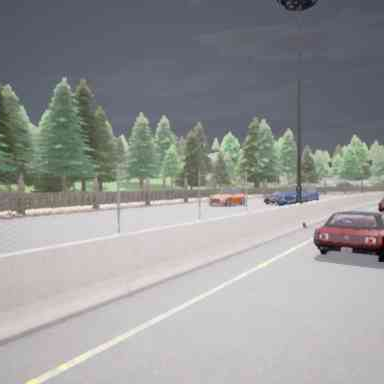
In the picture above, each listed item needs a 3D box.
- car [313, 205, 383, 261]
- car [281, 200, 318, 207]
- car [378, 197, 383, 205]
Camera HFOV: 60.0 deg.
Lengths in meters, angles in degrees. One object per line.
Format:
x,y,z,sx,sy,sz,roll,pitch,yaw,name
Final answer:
5.630,1.297,11.202,1.895,1.301,4.718,1,2,35,car
9.412,0.440,29.178,2.150,2.045,5.566,1,2,36,car
15.637,0.874,25.560,1.994,1.385,4.181,1,2,36,car
